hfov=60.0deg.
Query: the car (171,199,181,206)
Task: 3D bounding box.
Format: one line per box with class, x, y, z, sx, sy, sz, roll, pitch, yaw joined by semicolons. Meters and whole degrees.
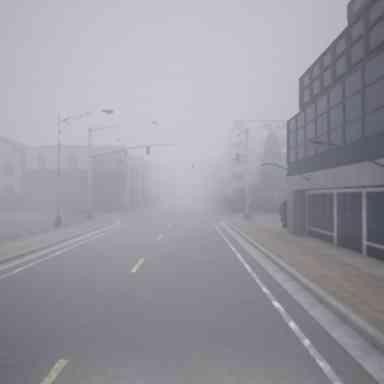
car;-3.491;2.298;72.588;1.837;1.490;4.892;0;-1;0
